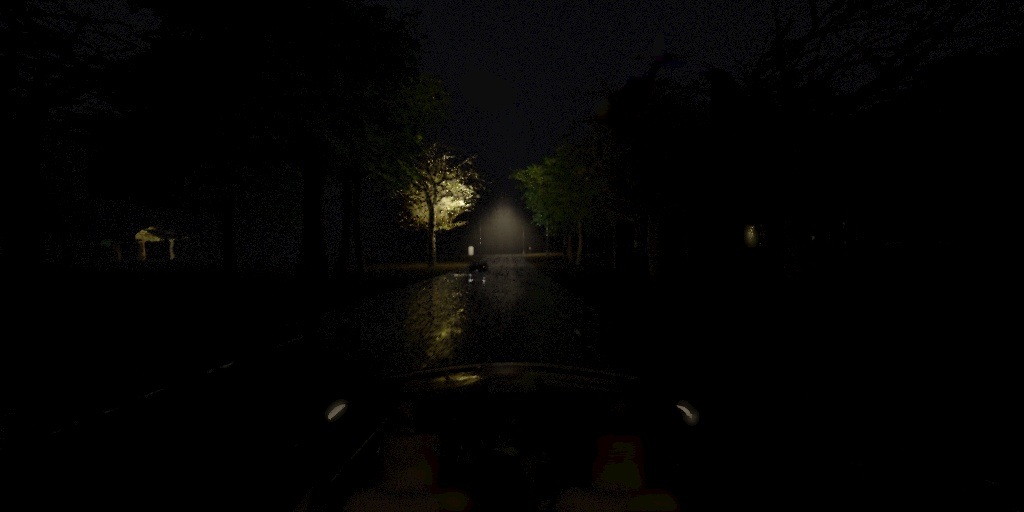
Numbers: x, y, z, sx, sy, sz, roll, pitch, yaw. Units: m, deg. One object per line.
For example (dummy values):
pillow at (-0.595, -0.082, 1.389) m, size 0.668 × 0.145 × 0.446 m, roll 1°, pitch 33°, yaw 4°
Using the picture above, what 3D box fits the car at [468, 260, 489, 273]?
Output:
car at (-3.595, 1.141, 38.998) m, size 1.895 × 1.301 × 4.718 m, roll 0°, pitch 1°, yaw 0°
